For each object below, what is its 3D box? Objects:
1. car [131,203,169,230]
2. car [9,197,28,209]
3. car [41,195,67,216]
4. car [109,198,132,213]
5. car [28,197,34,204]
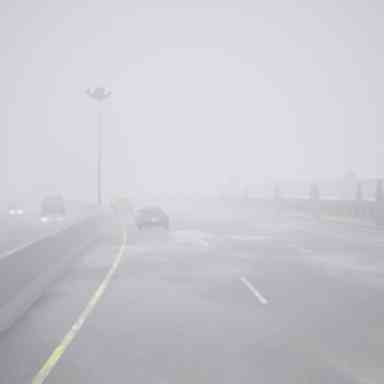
[{"bbox_3d":[-2.711,1.597,21.753,1.994,1.385,4.181,0,0,-13],"label":"car"},{"bbox_3d":[-26.088,1.744,49.319,2.128,1.511,4.902,-1,0,-31],"label":"car"},{"bbox_3d":[-14.330,1.358,34.478,2.150,2.045,5.566,0,-1,-23],"label":"car"},{"bbox_3d":[-8.138,1.432,38.122,2.097,1.767,4.553,-1,0,-23],"label":"car"},{"bbox_3d":[-34.226,1.806,69.387,1.994,1.385,4.181,-1,0,-32],"label":"car"}]
